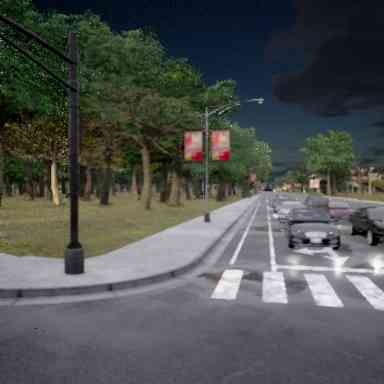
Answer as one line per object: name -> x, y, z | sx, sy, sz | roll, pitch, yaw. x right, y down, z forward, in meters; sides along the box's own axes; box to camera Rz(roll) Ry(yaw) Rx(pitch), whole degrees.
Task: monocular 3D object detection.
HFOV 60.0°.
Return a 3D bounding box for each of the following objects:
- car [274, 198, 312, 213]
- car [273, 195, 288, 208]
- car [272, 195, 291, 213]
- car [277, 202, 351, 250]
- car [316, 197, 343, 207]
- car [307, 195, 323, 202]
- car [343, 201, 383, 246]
car -> 6.889, 1.366, 23.016 | 1.812, 1.442, 4.674 | 0, 0, 12
car -> 11.243, 1.206, 42.537 | 1.812, 1.442, 4.674 | 0, 0, 14
car -> 9.027, 1.110, 32.683 | 2.097, 1.767, 4.553 | 0, 0, 13
car -> 4.887, 1.409, 14.033 | 2.128, 1.511, 4.902 | 0, 0, 13
car -> 10.416, 1.354, 23.927 | 1.812, 1.442, 4.674 | 0, 0, 12
car -> 12.623, 1.096, 33.869 | 2.097, 1.767, 4.553 | 0, 0, 13
car -> 8.381, 1.385, 14.747 | 1.882, 1.535, 5.008 | 0, 0, 13
